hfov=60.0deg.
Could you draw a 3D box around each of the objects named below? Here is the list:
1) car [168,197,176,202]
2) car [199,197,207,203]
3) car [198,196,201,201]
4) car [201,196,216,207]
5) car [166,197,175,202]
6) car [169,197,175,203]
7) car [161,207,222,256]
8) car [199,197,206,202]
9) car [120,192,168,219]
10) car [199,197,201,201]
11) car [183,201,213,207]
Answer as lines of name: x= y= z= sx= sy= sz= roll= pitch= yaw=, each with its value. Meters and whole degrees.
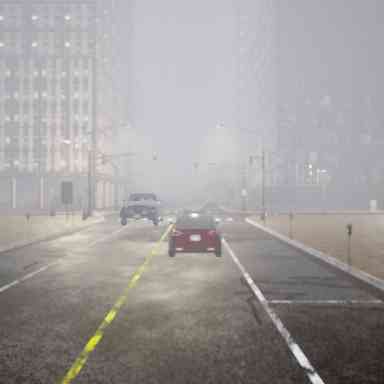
car: x=-5.640 y=2.013 z=93.184 sx=2.008 sy=1.369 sz=4.403 roll=0 pitch=0 yaw=0
car: x=2.734 y=1.949 z=81.994 sx=1.752 sy=1.417 sz=4.829 roll=0 pitch=0 yaw=0
car: x=2.733 y=1.716 z=76.150 sx=2.192 sy=1.841 sz=5.009 roll=0 pitch=0 yaw=0
car: x=2.850 y=1.746 z=53.449 sx=1.967 sy=1.590 sz=4.097 roll=0 pitch=0 yaw=0
car: x=-5.643 y=1.994 z=87.508 sx=2.008 sy=1.369 sz=4.403 roll=0 pitch=0 yaw=0
car: x=-5.646 y=1.968 z=81.833 sx=1.887 sy=1.381 sz=4.507 roll=0 pitch=0 yaw=0
car: x=0.106 y=1.591 z=13.490 sx=2.163 sy=1.488 sz=4.792 roll=0 pitch=0 yaw=0
car: x=2.737 y=1.988 z=87.498 sx=1.887 sy=1.381 sz=4.507 roll=0 pitch=0 yaw=0
car: x=-2.990 y=0.971 z=20.888 sx=2.150 sy=2.045 sz=5.566 roll=0 pitch=0 yaw=0
car: x=2.822 y=1.882 z=59.126 sx=2.008 sy=1.369 sz=4.403 roll=0 pitch=0 yaw=0
car: x=0.104 y=1.651 z=23.692 sx=2.163 sy=1.488 sz=4.792 roll=0 pitch=0 yaw=0
